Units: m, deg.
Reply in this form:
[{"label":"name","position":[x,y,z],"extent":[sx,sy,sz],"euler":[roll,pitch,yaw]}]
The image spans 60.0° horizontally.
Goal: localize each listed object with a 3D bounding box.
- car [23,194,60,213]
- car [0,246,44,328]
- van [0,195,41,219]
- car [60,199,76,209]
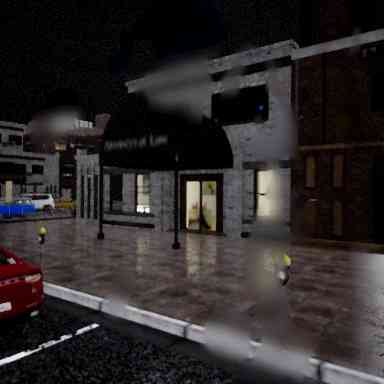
[{"label":"car","position":[-17.659,1.238,35.922],"extent":[2.150,2.045,5.566],"euler":[1,0,35]},{"label":"car","position":[-4.547,1.539,6.110],"extent":[4.507,1.381,1.887],"euler":[0,0,35]},{"label":"van","position":[-15.640,1.390,28.723],"extent":[1.690,1.788,3.998],"euler":[0,0,35]},{"label":"car","position":[-16.244,1.539,42.452],"extent":[1.752,1.417,4.829],"euler":[0,0,35]}]
